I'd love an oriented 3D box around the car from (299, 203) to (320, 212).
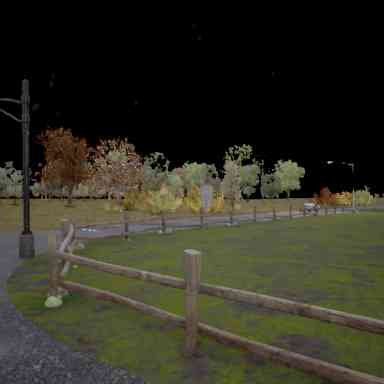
[{"bbox_3d":[18.813,2.449,53.015,2.033,1.411,5.357,-1,-2,40],"label":"car"}]
